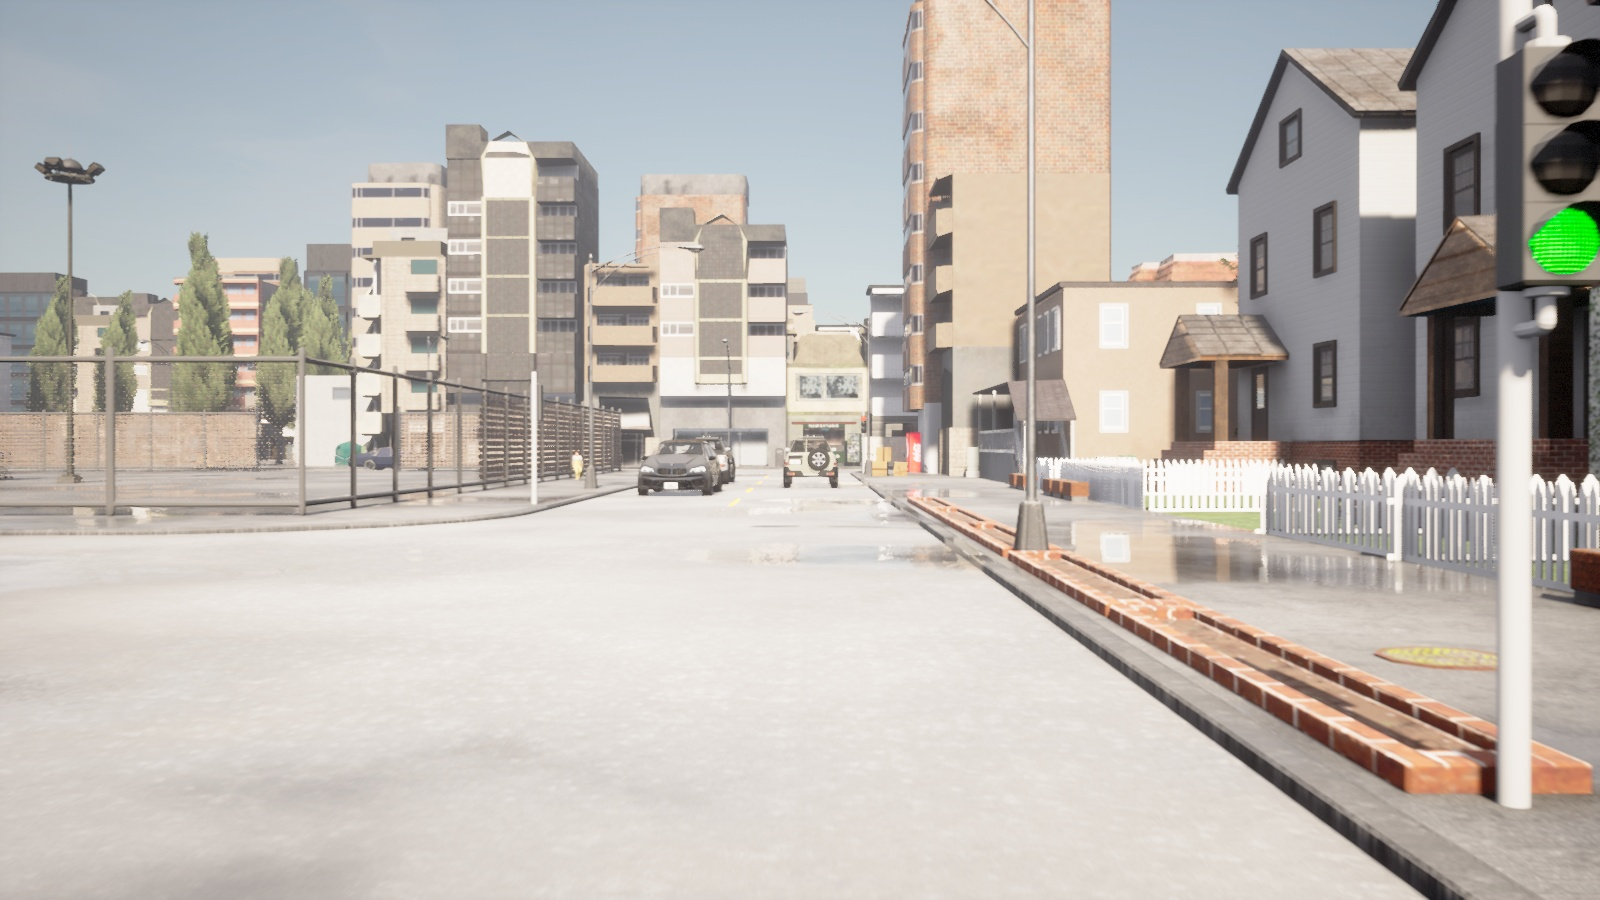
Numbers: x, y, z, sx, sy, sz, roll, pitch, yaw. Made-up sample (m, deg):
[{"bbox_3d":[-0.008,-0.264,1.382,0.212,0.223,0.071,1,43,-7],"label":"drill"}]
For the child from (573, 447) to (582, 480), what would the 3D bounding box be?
[{"bbox_3d":[-8.623,0.533,48.650,0.270,1.263,0.437,0,0,-16],"label":"child"}]

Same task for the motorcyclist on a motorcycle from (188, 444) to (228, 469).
[{"bbox_3d":[-35.982,0.392,76.291,2.044,1.523,0.797,0,0,0],"label":"motorcyclist on a motorcycle"}]

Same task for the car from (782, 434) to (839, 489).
[{"bbox_3d":[0.381,0.382,45.161,1.932,1.855,4.605,0,0,0],"label":"car"}]

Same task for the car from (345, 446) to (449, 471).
[{"bbox_3d":[-23.141,0.484,72.200,5.357,1.411,2.033,0,0,1],"label":"car"}]

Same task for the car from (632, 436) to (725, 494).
[{"bbox_3d":[-3.632,0.433,38.419,2.242,1.667,4.611,0,0,2],"label":"car"}]

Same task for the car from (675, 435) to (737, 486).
[{"bbox_3d":[-3.574,0.365,48.395,1.932,1.855,4.605,0,0,1],"label":"car"}]
